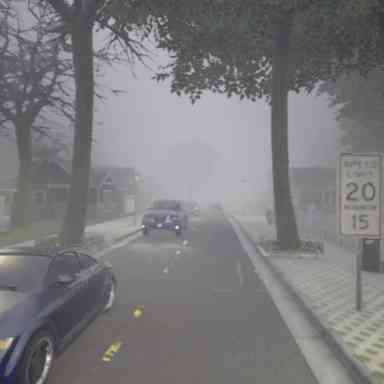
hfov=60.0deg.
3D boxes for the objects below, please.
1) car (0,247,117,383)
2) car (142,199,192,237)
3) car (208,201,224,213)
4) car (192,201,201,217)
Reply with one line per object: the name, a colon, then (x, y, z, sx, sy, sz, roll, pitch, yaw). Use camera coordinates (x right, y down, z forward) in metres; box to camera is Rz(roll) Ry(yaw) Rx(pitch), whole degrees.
car: (-2.600, 1.587, 5.065, 1.994, 1.385, 4.181, 1, -1, 4)
car: (-1.475, 1.464, 20.331, 2.150, 2.045, 5.566, 1, -1, 5)
car: (3.396, 2.092, 47.014, 1.837, 1.490, 4.892, 1, 0, 4)
car: (-0.166, 1.791, 37.247, 2.097, 1.767, 4.553, 1, 0, 4)
